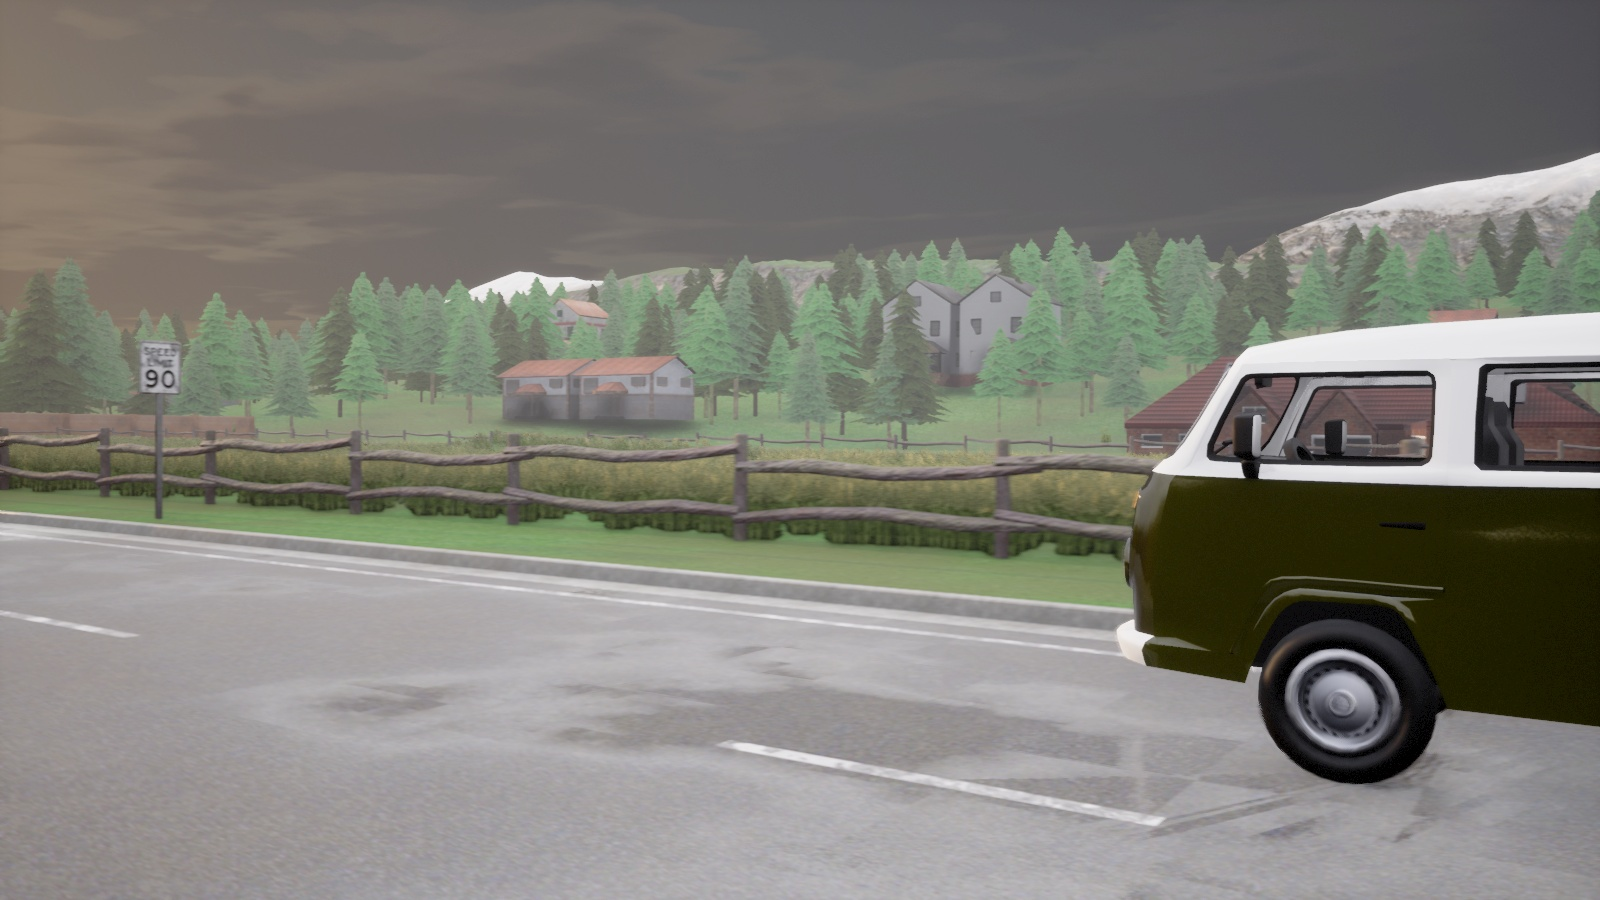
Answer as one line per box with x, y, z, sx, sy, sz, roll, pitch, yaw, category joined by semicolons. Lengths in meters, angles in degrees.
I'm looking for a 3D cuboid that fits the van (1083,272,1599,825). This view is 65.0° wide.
3.732;0.348;5.340;4.480;2.038;2.069;0;1;34;van
